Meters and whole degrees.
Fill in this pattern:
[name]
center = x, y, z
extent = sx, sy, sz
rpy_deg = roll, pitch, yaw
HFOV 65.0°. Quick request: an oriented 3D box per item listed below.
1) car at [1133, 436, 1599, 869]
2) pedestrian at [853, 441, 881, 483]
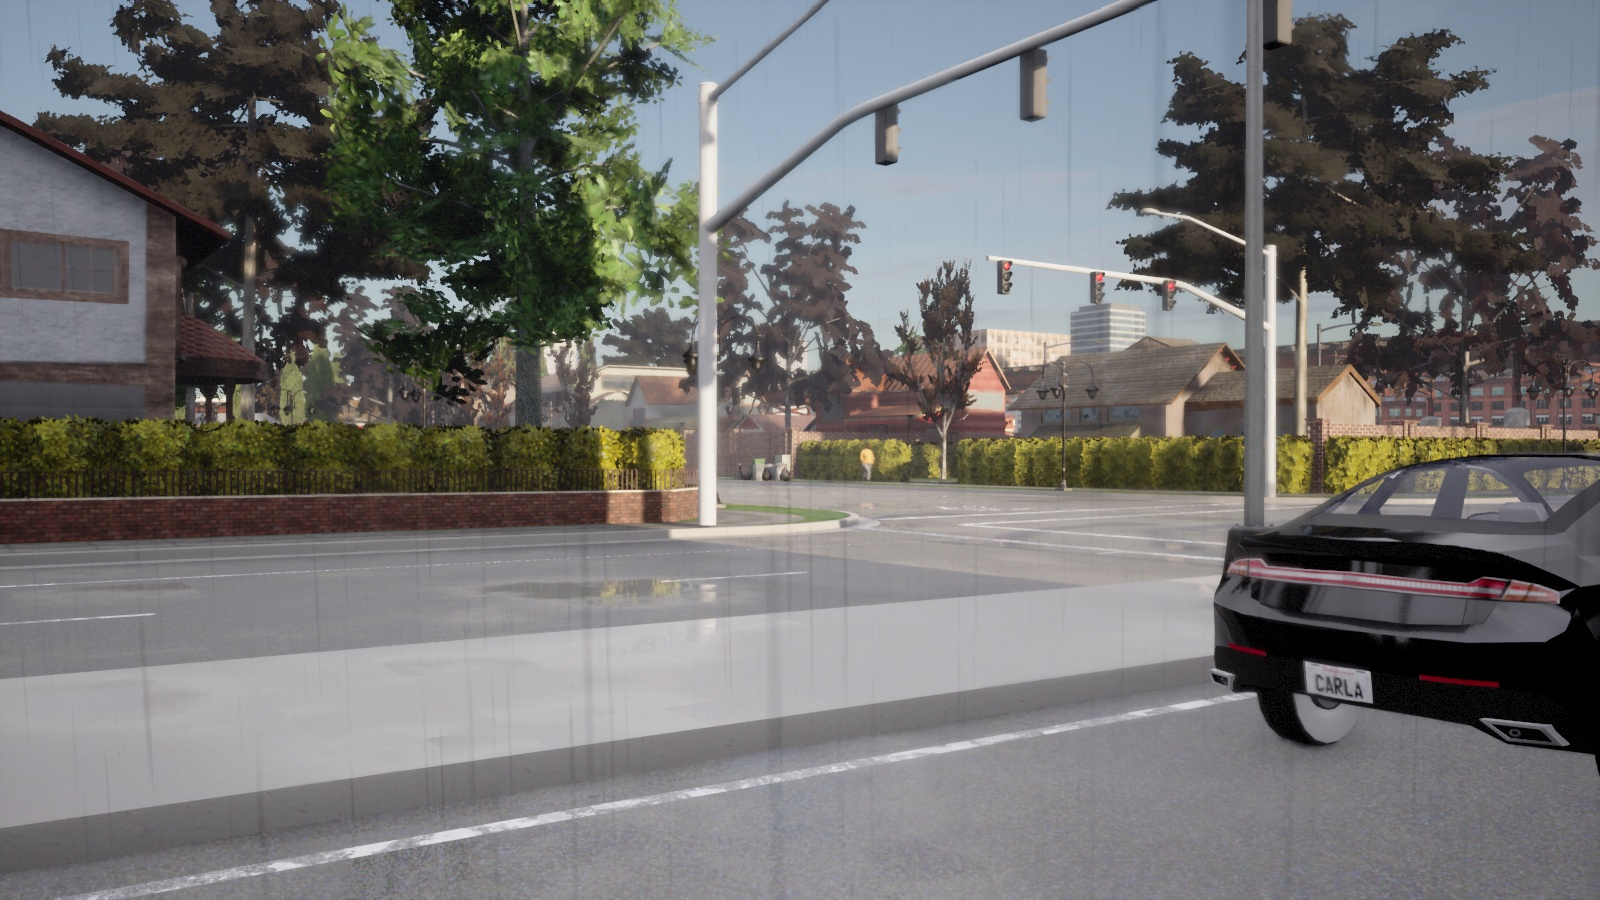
[car]
center = 4.234, 0.708, 6.605
extent = 4.902, 1.511, 2.128
rpy_deg = 0, 0, -35
[pedestrian]
center = 3.038, 0.542, 56.798
extent = 0.874, 1.855, 0.900
rpy_deg = 0, 0, -34
